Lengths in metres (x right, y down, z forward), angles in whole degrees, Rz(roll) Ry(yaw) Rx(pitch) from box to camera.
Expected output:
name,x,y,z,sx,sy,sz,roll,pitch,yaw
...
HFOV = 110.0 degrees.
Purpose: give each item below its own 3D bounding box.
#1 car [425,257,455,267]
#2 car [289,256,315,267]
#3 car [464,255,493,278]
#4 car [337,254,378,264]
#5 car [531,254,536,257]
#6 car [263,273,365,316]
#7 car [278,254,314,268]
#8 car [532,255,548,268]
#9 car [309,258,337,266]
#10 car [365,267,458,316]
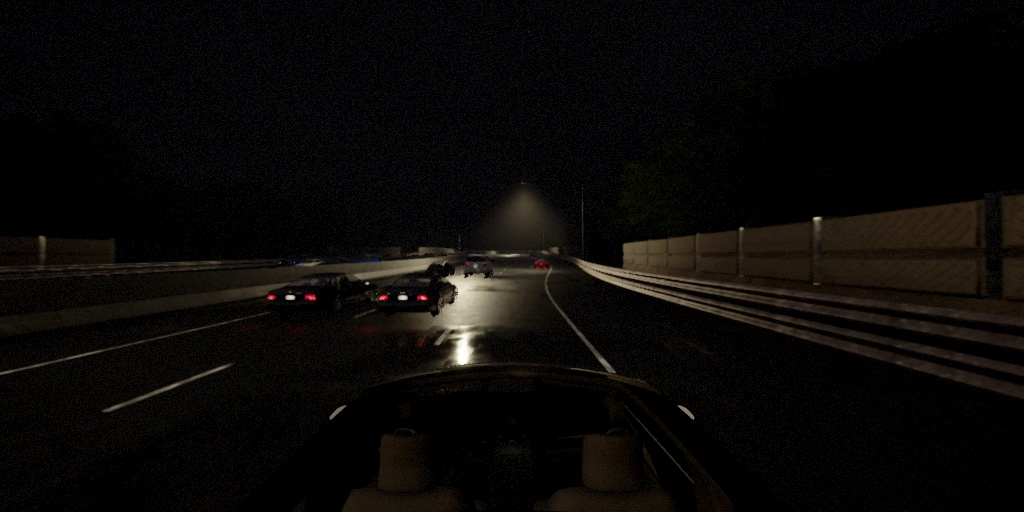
name,x,y,z,sx,sy,sz,roll,pitch,yaw
car,-6.480,1.156,33.210,2.128,1.511,4.902,0,1,1
car,-23.891,1.091,42.731,1.812,1.442,4.674,0,1,2
car,-2.995,0.891,32.734,2.150,2.045,5.566,0,1,1
car,-16.973,0.813,40.377,2.150,2.045,5.566,0,1,2
car,4.548,0.841,56.816,2.128,1.511,4.902,0,1,3
car,-6.840,1.334,13.607,2.033,1.411,5.357,0,0,1
car,-26.592,0.762,44.750,2.150,2.045,5.566,0,1,-1
car,4.188,1.001,51.468,1.994,1.385,4.181,0,1,4
car,-20.463,1.154,40.549,1.994,1.385,4.181,0,1,2
car,-3.340,1.337,13.550,2.033,1.411,5.357,0,0,1
